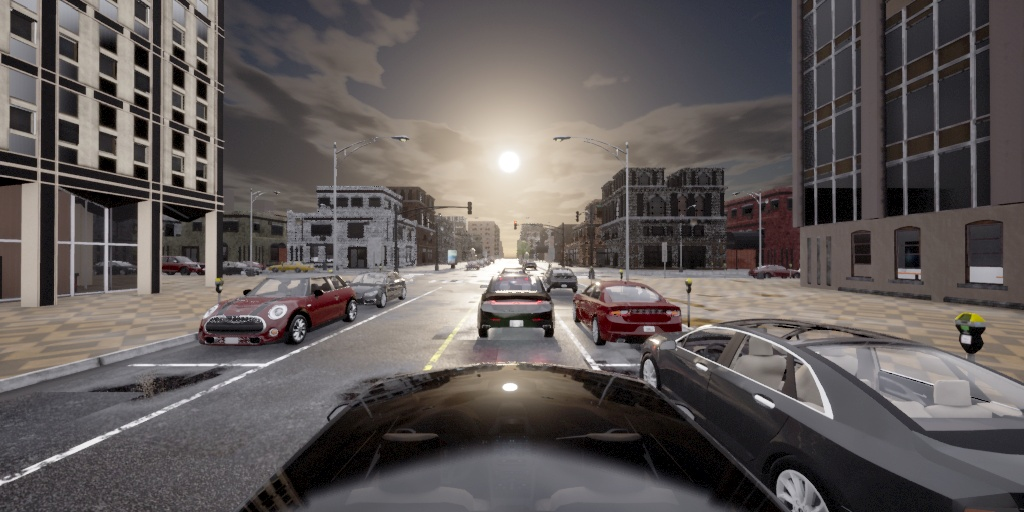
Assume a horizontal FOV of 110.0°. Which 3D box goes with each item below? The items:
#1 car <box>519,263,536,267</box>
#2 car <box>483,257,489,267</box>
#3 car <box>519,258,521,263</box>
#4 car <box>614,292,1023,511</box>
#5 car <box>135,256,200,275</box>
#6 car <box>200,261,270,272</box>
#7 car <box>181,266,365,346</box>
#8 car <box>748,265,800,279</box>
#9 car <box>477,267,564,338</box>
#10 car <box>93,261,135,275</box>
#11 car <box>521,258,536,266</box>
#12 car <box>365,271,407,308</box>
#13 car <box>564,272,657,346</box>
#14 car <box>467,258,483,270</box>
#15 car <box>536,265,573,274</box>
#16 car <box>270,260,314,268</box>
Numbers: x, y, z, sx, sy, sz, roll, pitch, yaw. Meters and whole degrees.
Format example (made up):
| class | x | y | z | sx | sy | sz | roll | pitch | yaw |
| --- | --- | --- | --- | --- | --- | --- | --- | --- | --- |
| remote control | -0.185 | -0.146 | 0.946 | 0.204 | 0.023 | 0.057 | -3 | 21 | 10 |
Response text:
| class | x | y | z | sx | sy | sz | roll | pitch | yaw |
| --- | --- | --- | --- | --- | --- | --- | --- | --- | --- |
| car | 0.092 | 1.316 | 20.592 | 1.994 | 1.385 | 4.181 | 0 | 0 | 0 |
| car | -5.714 | 1.309 | 64.088 | 2.007 | 1.370 | 4.403 | 0 | 0 | 0 |
| car | 2.667 | 1.341 | 64.077 | 1.802 | 1.307 | 4.207 | 0 | 0 | 0 |
| car | 2.690 | 1.301 | 3.569 | 2.007 | 1.370 | 4.403 | 0 | 0 | 0 |
| car | -30.964 | 0.918 | 33.121 | 5.009 | 1.841 | 2.192 | 0 | 0 | 1 |
| car | -25.427 | 1.177 | 33.037 | 4.403 | 1.370 | 2.007 | 0 | 0 | 1 |
| car | -5.693 | 1.190 | 9.275 | 1.967 | 1.591 | 4.097 | 0 | 0 | 0 |
| car | 23.631 | 1.433 | 32.265 | 4.207 | 1.307 | 1.802 | 0 | 0 | 1 |
| car | 0.098 | 1.242 | 10.168 | 2.128 | 1.511 | 4.902 | 0 | 0 | 0 |
| car | -36.500 | 1.131 | 33.204 | 4.403 | 1.370 | 2.007 | 0 | 0 | 1 |
| car | 2.671 | 1.322 | 53.035 | 1.948 | 1.339 | 4.313 | 0 | 0 | 0 |
| car | -5.695 | 1.302 | 14.967 | 2.007 | 1.370 | 4.403 | 0 | 0 | 0 |
| car | 2.687 | 1.296 | 9.261 | 1.888 | 1.381 | 4.507 | 0 | 0 | 0 |
| car | -5.709 | 1.339 | 53.045 | 1.802 | 1.307 | 4.207 | 0 | 0 | 0 |
| car | 2.683 | 1.303 | 20.645 | 2.007 | 1.370 | 4.403 | 0 | 0 | 0 |
| car | -25.469 | 1.198 | 41.419 | 4.829 | 1.417 | 1.751 | 0 | 0 | 1 |
